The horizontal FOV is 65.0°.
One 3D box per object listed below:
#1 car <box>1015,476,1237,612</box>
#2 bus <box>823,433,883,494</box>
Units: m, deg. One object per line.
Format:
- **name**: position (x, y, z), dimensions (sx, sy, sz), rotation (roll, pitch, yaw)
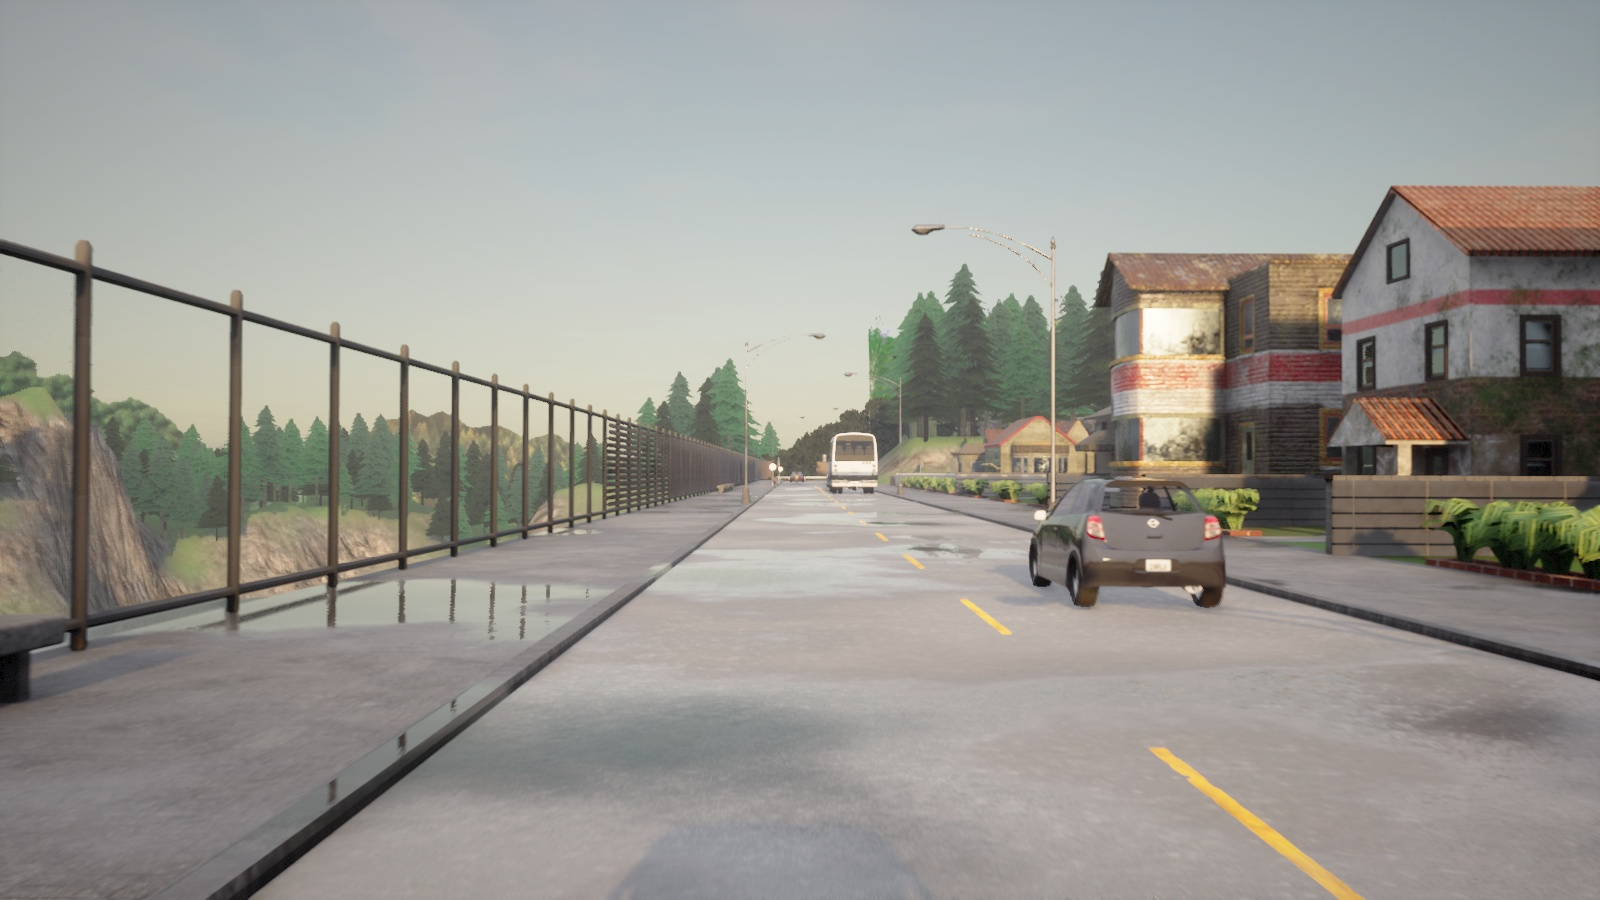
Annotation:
- **car**: position (3.961, 1.087, 15.872), dimensions (1.845, 1.501, 3.633), rotation (0, -1, 0)
- **bus**: position (3.771, 1.015, 92.239), dimensions (3.944, 4.253, 10.273), rotation (0, -1, 0)
